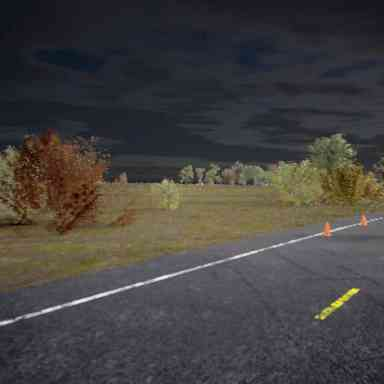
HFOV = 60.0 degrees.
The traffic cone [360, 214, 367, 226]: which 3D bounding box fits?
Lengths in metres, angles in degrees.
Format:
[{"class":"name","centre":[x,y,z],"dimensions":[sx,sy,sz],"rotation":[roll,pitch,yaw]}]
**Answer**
[{"class":"traffic cone","centre":[9.200,1.491,17.850],"dimensions":[0.340,0.580,0.340],"rotation":[3,3,43]}]

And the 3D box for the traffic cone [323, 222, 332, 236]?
[{"class":"traffic cone","centre":[5.761,1.562,14.178],"dimensions":[0.340,0.580,0.340],"rotation":[3,3,43]}]
